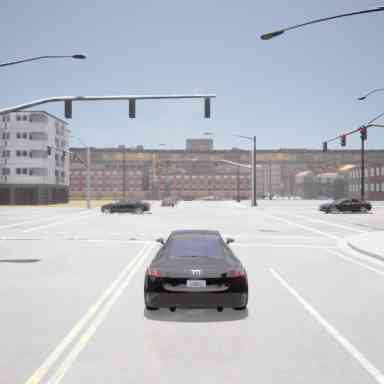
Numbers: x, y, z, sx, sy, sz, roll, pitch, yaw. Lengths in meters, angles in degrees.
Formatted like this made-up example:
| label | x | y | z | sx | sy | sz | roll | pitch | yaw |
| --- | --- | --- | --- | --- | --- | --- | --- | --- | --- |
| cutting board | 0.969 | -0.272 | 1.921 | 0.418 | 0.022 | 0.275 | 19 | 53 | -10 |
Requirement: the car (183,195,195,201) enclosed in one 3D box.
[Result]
| label | x | y | z | sx | sy | sz | roll | pitch | yaw |
| --- | --- | --- | --- | --- | --- | --- | --- | --- | --- |
| car | -0.827 | 1.500 | 81.982 | 1.837 | 1.490 | 4.892 | 0 | 0 | 27 |

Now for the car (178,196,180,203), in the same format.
| label | x | y | z | sx | sy | sz | roll | pitch | yaw |
| --- | --- | --- | --- | --- | --- | --- | --- | --- | --- |
| car | -3.634 | 1.491 | 60.909 | 2.128 | 1.511 | 4.902 | 0 | 0 | 0 |

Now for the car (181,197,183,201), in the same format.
| label | x | y | z | sx | sy | sz | roll | pitch | yaw |
| --- | --- | --- | --- | --- | --- | --- | --- | --- | --- |
| car | -3.559 | 1.500 | 71.062 | 1.837 | 1.490 | 4.892 | 0 | 0 | 0 |

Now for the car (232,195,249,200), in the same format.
| label | x | y | z | sx | sy | sz | roll | pitch | yaw |
| --- | --- | --- | --- | --- | --- | --- | --- | --- | --- |
| car | 13.317 | 1.524 | 90.699 | 4.902 | 1.511 | 2.128 | 0 | 0 | -24 |

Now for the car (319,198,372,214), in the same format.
| label | x | y | z | sx | sy | sz | roll | pitch | yaw |
| --- | --- | --- | --- | --- | --- | --- | --- | --- | --- |
| car | 15.091 | 1.398 | 32.829 | 4.892 | 1.490 | 1.837 | -1 | 0 | 1 |

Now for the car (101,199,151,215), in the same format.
| label | x | y | z | sx | sy | sz | roll | pitch | yaw |
| --- | --- | --- | --- | --- | --- | --- | --- | --- | --- |
| car | -6.698 | 1.458 | 33.775 | 5.008 | 1.535 | 1.882 | 0 | 0 | 3 |

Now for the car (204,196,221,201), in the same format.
| label | x | y | z | sx | sy | sz | roll | pitch | yaw |
| --- | --- | --- | --- | --- | --- | --- | --- | --- | --- |
| car | 5.281 | 1.595 | 84.765 | 1.895 | 1.301 | 4.718 | 0 | 0 | 43 |

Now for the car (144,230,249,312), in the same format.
| label | x | y | z | sx | sy | sz | roll | pitch | yaw |
| --- | --- | --- | --- | --- | --- | --- | --- | --- | --- |
| car | 0.077 | 1.564 | 7.792 | 1.994 | 1.385 | 4.181 | 0 | 0 | 0 |

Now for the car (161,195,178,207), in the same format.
| label | x | y | z | sx | sy | sz | roll | pitch | yaw |
| --- | --- | --- | --- | --- | --- | --- | --- | --- | --- |
| car | -3.637 | 1.526 | 51.769 | 1.812 | 1.442 | 4.674 | 0 | 0 | 0 |
